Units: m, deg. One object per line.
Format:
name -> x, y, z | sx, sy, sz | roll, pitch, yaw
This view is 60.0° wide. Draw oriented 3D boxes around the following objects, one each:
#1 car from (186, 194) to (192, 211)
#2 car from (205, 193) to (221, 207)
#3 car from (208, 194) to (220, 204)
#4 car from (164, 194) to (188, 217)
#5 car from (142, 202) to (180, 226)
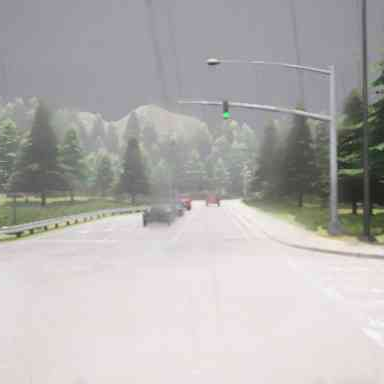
car -> -1.204, 1.216, 41.410 | 2.150, 2.045, 5.566 | -1, 0, 4
car -> 3.185, 1.159, 50.546 | 2.150, 2.045, 5.566 | -1, 0, 5
car -> 4.007, 1.276, 60.934 | 2.097, 1.767, 4.553 | -1, 0, 5
car -> -1.843, 1.359, 30.742 | 2.097, 1.767, 4.553 | -1, 0, 3
car -> -2.235, 1.615, 23.631 | 1.895, 1.301, 4.718 | -1, 0, 3
